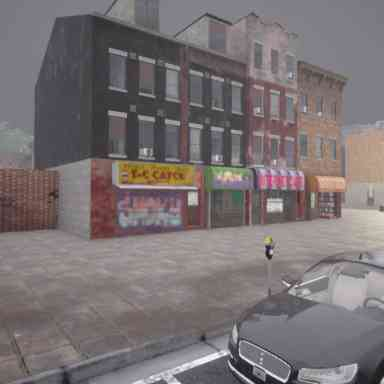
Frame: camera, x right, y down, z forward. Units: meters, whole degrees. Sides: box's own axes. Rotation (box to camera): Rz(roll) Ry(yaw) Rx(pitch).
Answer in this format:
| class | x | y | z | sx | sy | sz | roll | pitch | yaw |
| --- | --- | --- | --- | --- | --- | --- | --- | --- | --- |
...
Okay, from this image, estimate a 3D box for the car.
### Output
| class | x | y | z | sx | sy | sz | roll | pitch | yaw |
| --- | --- | --- | --- | --- | --- | --- | --- | --- | --- |
| car | 2.444 | 1.553 | 4.541 | 4.403 | 1.369 | 2.008 | 0 | 0 | -35 |
